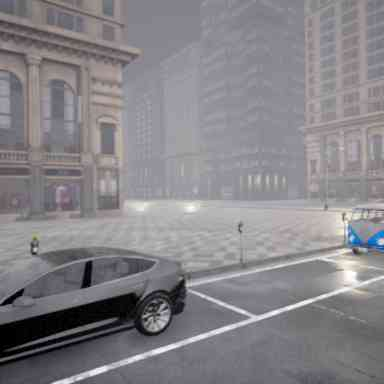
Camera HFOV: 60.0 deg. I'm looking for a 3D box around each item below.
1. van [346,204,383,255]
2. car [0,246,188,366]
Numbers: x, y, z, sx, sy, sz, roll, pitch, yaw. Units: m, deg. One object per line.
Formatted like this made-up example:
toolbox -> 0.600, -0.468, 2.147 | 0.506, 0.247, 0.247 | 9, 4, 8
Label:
van -> 7.098, 1.287, 11.744 | 3.998, 1.788, 1.690 | -1, 0, -36
car -> -2.071, 1.614, 5.174 | 4.313, 1.339, 1.947 | -1, 0, -36
